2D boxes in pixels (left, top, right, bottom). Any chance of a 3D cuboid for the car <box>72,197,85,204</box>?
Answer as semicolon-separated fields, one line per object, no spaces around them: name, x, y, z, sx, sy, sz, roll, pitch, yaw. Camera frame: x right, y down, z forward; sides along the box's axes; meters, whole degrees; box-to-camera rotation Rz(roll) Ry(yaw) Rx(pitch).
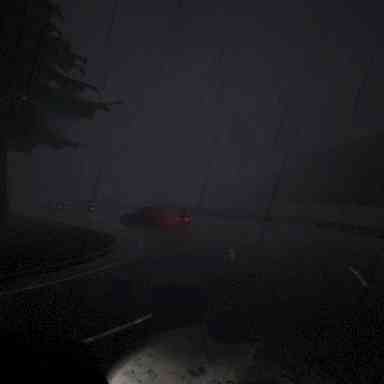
car;-22.266;1.595;65.000;1.895;1.301;4.718;0;0;-26

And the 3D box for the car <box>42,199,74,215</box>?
car;-14.227;1.546;34.464;2.033;1.411;5.357;0;0;-33

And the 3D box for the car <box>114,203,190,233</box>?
car;-2.330;1.544;19.610;2.033;1.411;5.357;0;0;-39

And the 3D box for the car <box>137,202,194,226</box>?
car;-2.047;1.521;24.385;1.812;1.442;4.674;0;0;-39

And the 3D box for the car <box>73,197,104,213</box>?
car;-11.882;1.501;37.386;1.837;1.490;4.892;0;0;-32

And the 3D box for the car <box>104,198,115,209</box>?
car;-11.378;1.498;43.470;1.837;1.490;4.892;0;0;-29

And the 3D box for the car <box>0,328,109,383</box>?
car;-2.533;1.564;1.943;4.181;1.385;1.994;0;0;-32
